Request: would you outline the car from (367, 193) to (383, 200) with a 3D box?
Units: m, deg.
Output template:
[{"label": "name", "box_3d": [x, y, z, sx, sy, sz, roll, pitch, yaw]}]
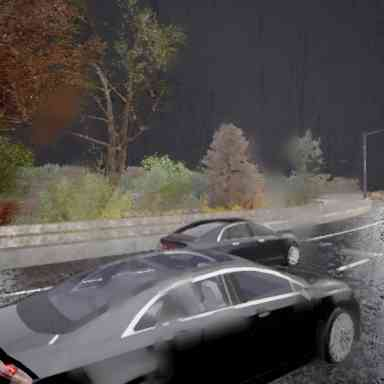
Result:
[{"label": "car", "box_3d": [38.141, 0.947, 69.535, 1.882, 1.535, 5.008, -1, 0, 10]}]

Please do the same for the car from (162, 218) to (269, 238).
[{"label": "car", "box_3d": [1.261, 1.495, 9.477, 4.892, 1.490, 1.837, -1, 0, -40]}]

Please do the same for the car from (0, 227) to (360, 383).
[{"label": "car", "box_3d": [0.200, 1.492, 4.136, 4.902, 1.511, 2.128, -1, 0, -36]}]
